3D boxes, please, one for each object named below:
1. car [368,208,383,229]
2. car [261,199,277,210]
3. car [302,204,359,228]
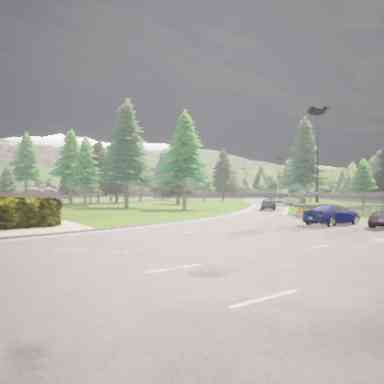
[{"bbox_3d":[13.447,1.726,21.941,4.181,1.385,1.994,0,0,-35],"label":"car"},{"bbox_3d":[10.638,1.732,46.014,2.128,1.511,4.902,0,0,17],"label":"car"},{"bbox_3d":[9.963,1.627,23.756,5.008,1.535,1.882,0,0,-36],"label":"car"}]
